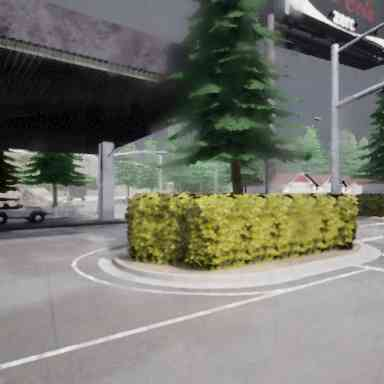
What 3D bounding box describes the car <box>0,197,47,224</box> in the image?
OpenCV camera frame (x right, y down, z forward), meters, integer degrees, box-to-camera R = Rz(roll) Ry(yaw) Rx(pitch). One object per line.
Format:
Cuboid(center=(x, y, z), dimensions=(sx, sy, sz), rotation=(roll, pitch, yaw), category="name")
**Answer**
Cuboid(center=(-12.330, 1.312, 23.221), dimensions=(3.866, 1.878, 1.905), rotation=(0, 0, -36), category="car")
